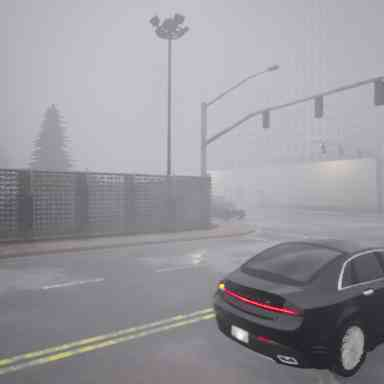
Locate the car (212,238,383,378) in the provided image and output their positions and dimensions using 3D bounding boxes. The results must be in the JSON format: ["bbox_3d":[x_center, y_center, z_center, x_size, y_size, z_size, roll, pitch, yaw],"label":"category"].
[{"bbox_3d":[2.586,1.547,5.619,4.892,1.490,1.837,0,0,-35],"label":"car"}]

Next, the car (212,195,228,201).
[{"bbox_3d":[2.319,1.335,35.288,2.150,2.045,5.566,1,0,-35],"label":"car"}]

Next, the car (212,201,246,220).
[{"bbox_3d":[2.526,1.687,28.888,1.895,1.301,4.718,1,0,-34],"label":"car"}]
